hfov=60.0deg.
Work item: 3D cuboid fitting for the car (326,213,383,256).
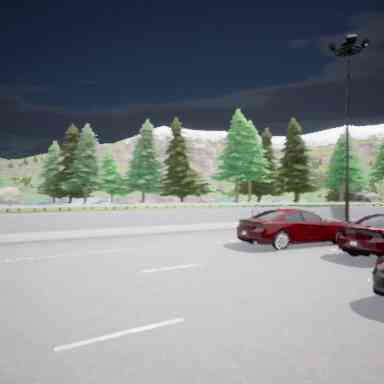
[{"bbox_3d":[7.235,1.439,11.280,5.008,1.535,1.882,0,0,-24],"label":"car"}]

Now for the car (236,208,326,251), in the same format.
[{"bbox_3d":[4.230,1.416,13.747,5.008,1.535,1.882,0,0,-25],"label":"car"}]

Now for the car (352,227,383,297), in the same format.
[{"bbox_3d":[5.646,1.506,6.686,4.674,1.442,1.812,0,0,-27],"label":"car"}]
